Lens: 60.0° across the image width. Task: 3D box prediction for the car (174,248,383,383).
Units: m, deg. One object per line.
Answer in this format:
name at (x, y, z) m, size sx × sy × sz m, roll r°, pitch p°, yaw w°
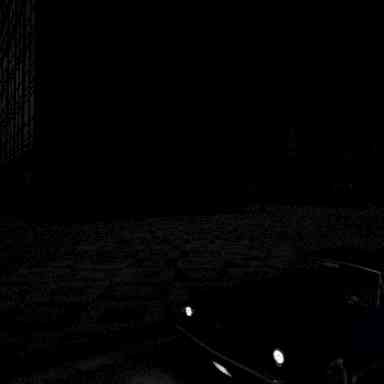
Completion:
car at (2.119, 1.601, 4.895) m, size 4.718 × 1.301 × 1.895 m, roll 0°, pitch 0°, yaw -36°
